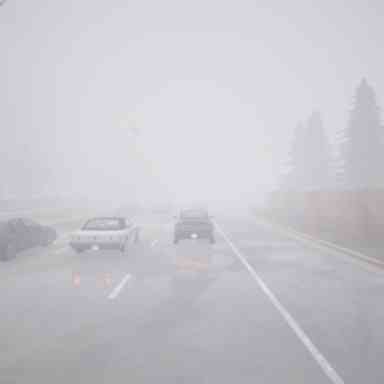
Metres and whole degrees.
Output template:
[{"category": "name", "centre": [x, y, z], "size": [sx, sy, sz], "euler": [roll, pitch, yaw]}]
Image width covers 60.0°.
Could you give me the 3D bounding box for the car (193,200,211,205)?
[{"category": "car", "centre": [1.203, 1.749, 41.221], "size": [2.128, 1.511, 4.902], "euler": [0, 0, 10]}]

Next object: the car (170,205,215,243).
[{"category": "car", "centre": [0.096, 1.610, 16.573], "size": [1.837, 1.490, 4.892], "euler": [0, 0, 0]}]

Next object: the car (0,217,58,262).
[{"category": "car", "centre": [-6.903, 1.626, 12.400], "size": [2.033, 1.411, 5.357], "euler": [0, 0, 0]}]

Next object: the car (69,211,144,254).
[{"category": "car", "centre": [-3.404, 1.689, 13.948], "size": [1.895, 1.301, 4.718], "euler": [0, 0, 0]}]

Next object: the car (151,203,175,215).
[{"category": "car", "centre": [-3.027, 1.827, 36.202], "size": [1.895, 1.301, 4.718], "euler": [0, 0, 5]}]

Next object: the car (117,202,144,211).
[{"category": "car", "centre": [-6.585, 1.771, 35.817], "size": [2.033, 1.411, 5.357], "euler": [0, 0, 5]}]
